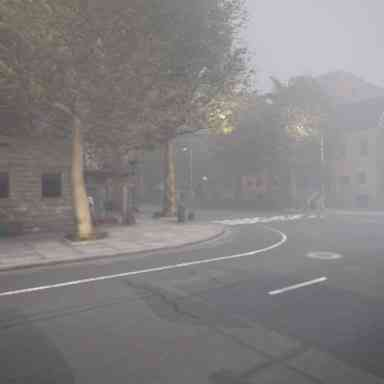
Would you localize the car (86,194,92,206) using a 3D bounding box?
[{"bbox_3d":[-17.241,1.181,51.662,2.435,2.045,5.566,-1,0,-35],"label":"car"}]

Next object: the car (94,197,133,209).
[{"bbox_3d":[-9.401,1.415,39.610,2.231,1.521,4.892,-1,0,-35],"label":"car"}]
